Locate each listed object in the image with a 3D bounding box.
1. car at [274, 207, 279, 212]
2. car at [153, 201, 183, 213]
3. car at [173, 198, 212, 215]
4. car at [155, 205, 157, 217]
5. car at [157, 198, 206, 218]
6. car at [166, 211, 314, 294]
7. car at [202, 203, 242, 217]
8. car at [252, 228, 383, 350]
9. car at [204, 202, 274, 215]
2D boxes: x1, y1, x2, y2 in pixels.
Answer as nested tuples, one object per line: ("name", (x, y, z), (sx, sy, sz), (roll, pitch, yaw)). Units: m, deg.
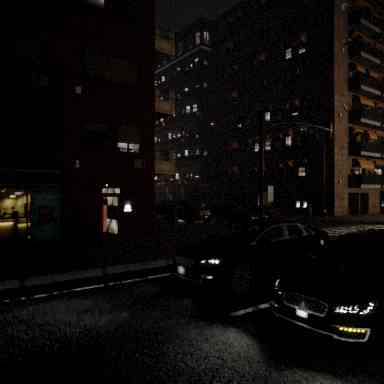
("car", (6.556, 1.844, 32.146), (1.802, 1.307, 4.206), (-1, 0, -36))
("car", (-3.343, 2.025, 45.600), (2.008, 1.369, 4.403), (-1, 0, -36))
("car", (-0.048, 1.719, 41.116), (2.192, 1.841, 5.009), (-1, 0, -36))
("car", (-2.340, 1.862, 34.266), (1.837, 1.490, 4.892), (0, -1, -37))
("car", (-0.434, 1.586, 27.049), (2.192, 1.841, 5.009), (-1, 0, -36))
("car", (1.759, 1.490, 8.909), (4.902, 1.511, 2.128), (0, 0, -35))
("car", (3.256, 1.899, 36.630), (1.947, 1.339, 4.313), (-1, 0, -36))
("car", (3.567, 1.503, 6.209), (4.892, 1.490, 1.837), (0, 0, -35))
("car", (3.536, 1.779, 26.338), (2.033, 1.411, 5.357), (0, -1, -34))
